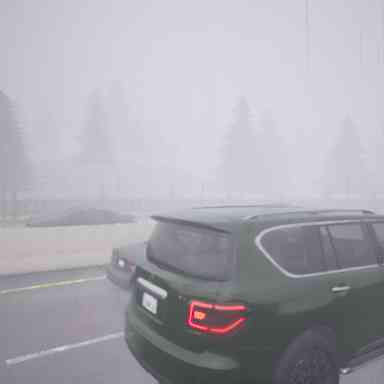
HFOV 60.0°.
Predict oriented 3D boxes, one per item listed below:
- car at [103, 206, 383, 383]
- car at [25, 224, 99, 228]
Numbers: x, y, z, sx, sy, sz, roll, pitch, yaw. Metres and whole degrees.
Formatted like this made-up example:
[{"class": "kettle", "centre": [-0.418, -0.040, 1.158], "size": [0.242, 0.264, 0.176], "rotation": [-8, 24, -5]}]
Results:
[{"class": "car", "centre": [1.832, 1.228, 4.802], "size": [5.566, 2.045, 2.150], "rotation": [0, 0, -33]}, {"class": "car", "centre": [-5.508, 1.488, 16.942], "size": [5.357, 1.411, 2.033], "rotation": [0, 0, -32]}]
